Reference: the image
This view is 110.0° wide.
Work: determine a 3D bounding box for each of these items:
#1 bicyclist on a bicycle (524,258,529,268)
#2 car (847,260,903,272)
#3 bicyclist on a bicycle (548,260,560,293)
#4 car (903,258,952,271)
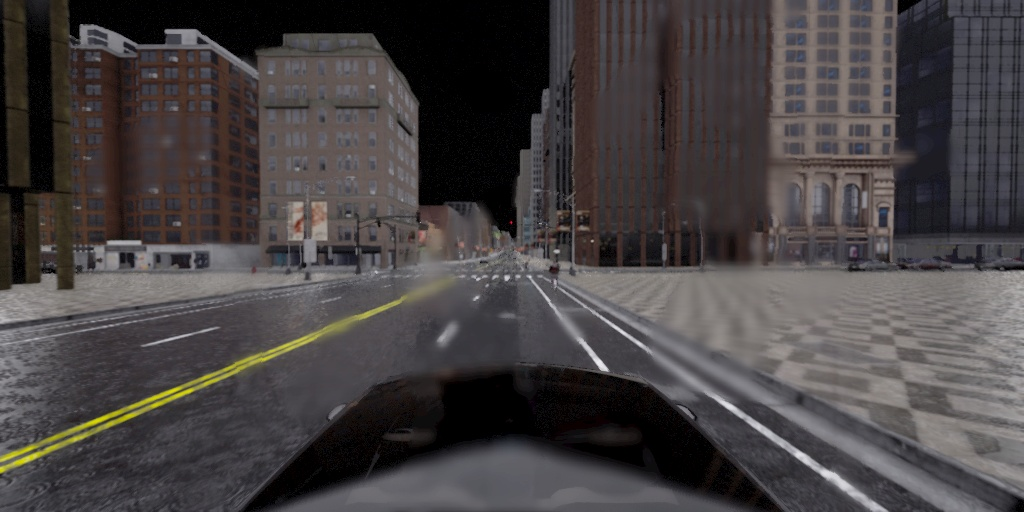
[{"bbox_3d":[2.243,1.107,54.703,0.866,1.612,1.509,0,0,0],"label":"bicyclist on a bicycle"},{"bbox_3d":[39.527,1.110,39.362,4.181,1.385,1.994,0,1,0],"label":"car"},{"bbox_3d":[2.248,1.084,19.236,0.659,1.776,1.843,0,0,0],"label":"bicyclist on a bicycle"},{"bbox_3d":[48.523,1.000,42.406,5.357,1.411,2.033,0,1,0],"label":"car"}]
